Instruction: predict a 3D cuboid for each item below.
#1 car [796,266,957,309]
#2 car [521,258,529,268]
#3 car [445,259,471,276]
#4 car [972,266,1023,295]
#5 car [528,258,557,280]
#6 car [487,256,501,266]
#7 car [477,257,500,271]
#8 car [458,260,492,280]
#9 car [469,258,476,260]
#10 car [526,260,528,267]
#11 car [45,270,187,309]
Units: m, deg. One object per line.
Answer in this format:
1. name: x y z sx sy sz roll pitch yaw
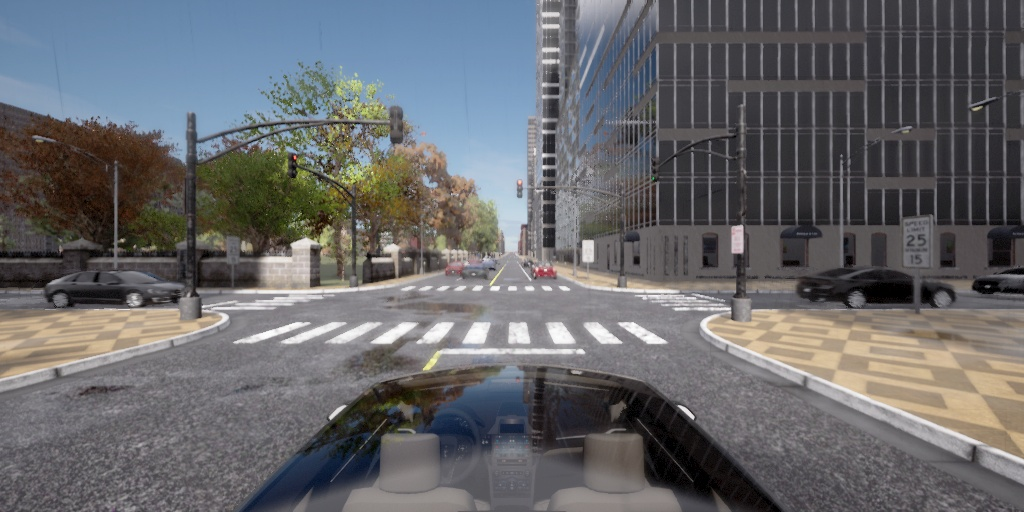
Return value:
1. car: 13.905 1.166 13.841 5.008 1.535 1.882 0 0 1
2. car: 2.756 1.259 59.298 1.948 1.339 4.313 0 0 0
3. car: -5.651 1.263 36.580 1.888 1.381 4.507 0 0 0
4. car: 24.661 1.166 16.704 4.892 1.490 1.837 0 0 1
5. car: 2.724 1.163 30.893 1.967 1.591 4.097 0 0 0
6. car: -2.930 1.044 64.109 1.994 1.385 4.181 0 0 0
7. car: -3.042 1.256 47.201 2.033 1.411 5.357 0 0 0
8. car: -3.067 1.288 30.678 1.994 1.385 4.181 0 0 0
9. car: -5.645 1.264 42.263 2.007 1.370 4.403 0 0 0
10. car: 2.730 1.284 36.573 1.948 1.339 4.313 0 0 0
11. car: -15.742 1.323 14.502 4.892 1.490 1.837 0 0 1
